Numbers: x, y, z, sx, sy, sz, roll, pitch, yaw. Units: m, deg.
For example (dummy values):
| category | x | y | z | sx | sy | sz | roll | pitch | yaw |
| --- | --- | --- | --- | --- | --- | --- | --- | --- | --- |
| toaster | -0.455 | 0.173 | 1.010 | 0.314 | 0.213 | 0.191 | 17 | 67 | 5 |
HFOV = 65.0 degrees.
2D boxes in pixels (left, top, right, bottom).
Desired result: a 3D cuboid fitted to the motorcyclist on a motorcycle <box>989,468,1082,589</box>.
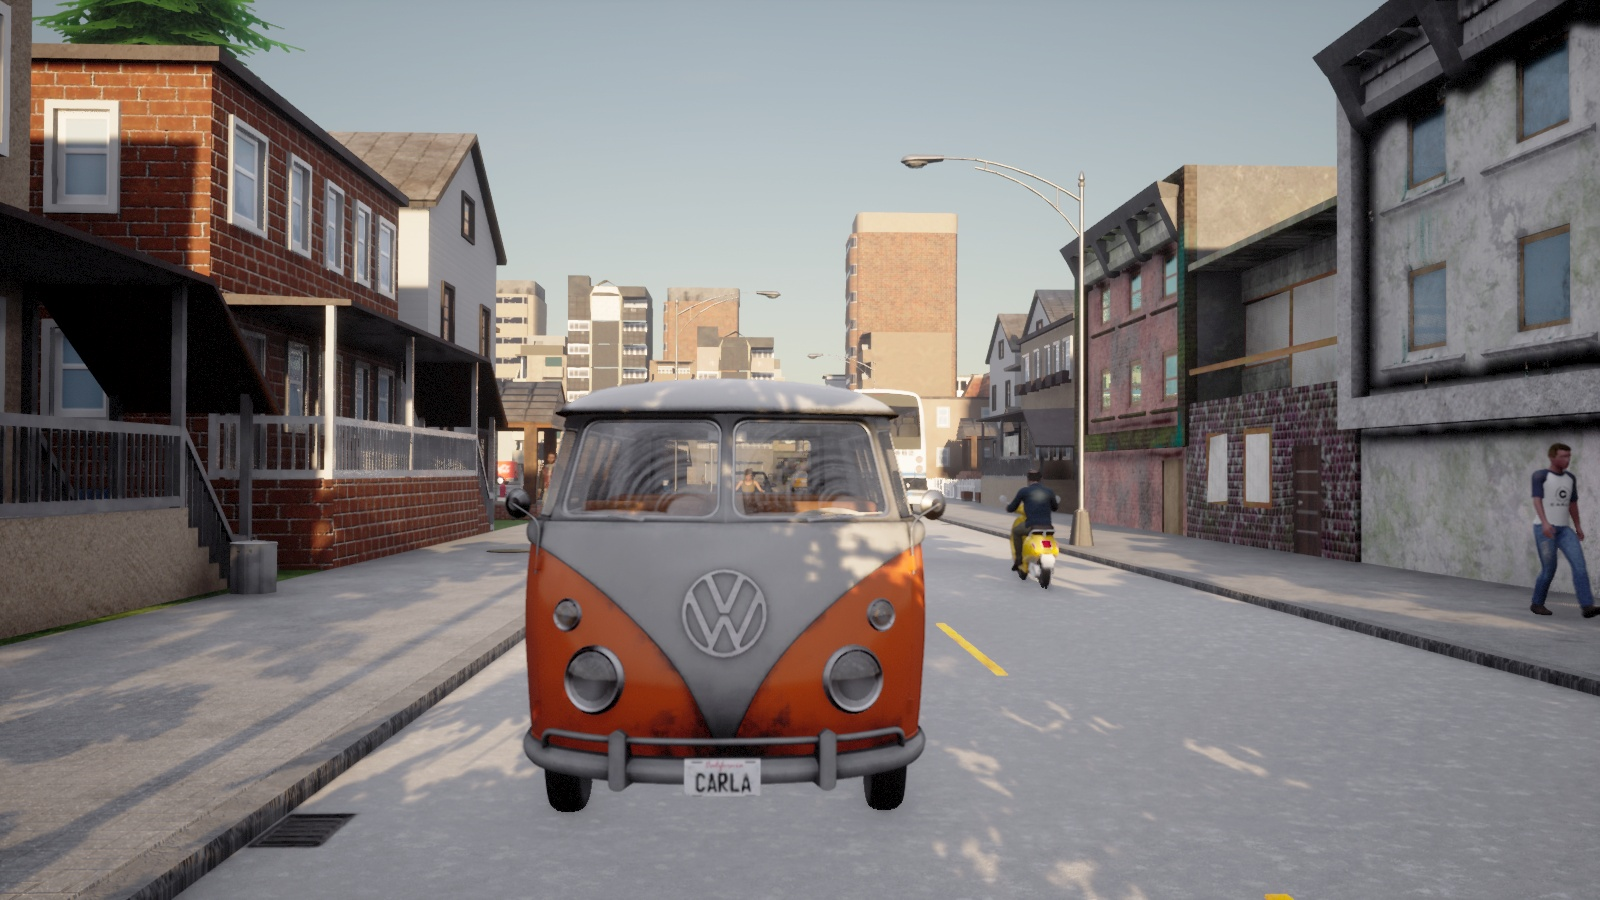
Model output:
| category | x | y | z | sx | sy | sz | roll | pitch | yaw |
| --- | --- | --- | --- | --- | --- | --- | --- | --- | --- |
| motorcyclist on a motorcycle | 3.241 | 1.048 | 17.461 | 0.866 | 1.590 | 1.817 | 0 | -1 | -2 |

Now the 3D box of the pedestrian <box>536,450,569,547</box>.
| category | x | y | z | sx | sy | sz | roll | pitch | yaw |
| --- | --- | --- | --- | --- | --- | --- | --- | --- | --- |
| pedestrian | -4.992 | 0.969 | 25.330 | 0.402 | 1.930 | 0.666 | 0 | -1 | 13 |

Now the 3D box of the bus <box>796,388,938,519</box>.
| category | x | y | z | sx | sy | sz | roll | pitch | yaw |
| --- | --- | --- | --- | --- | --- | --- | --- | --- | --- |
| bus | 2.174 | 0.201 | 46.087 | 3.944 | 4.253 | 10.273 | 0 | -1 | -4 |

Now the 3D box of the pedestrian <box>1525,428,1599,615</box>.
| category | x | y | z | sx | sy | sz | roll | pitch | yaw |
| --- | --- | --- | --- | --- | --- | --- | --- | --- | --- |
| pedestrian | 7.771 | 0.706 | 12.721 | 0.354 | 1.836 | 0.706 | 0 | -1 | -7 |

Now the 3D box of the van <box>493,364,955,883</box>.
| category | x | y | z | sx | sy | sz | roll | pitch | yaw |
| --- | --- | --- | --- | --- | --- | --- | --- | --- | --- |
| van | -0.372 | 0.684 | 7.070 | 1.775 | 1.987 | 4.442 | 0 | -1 | -2 |
